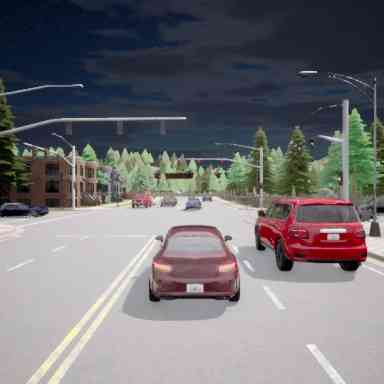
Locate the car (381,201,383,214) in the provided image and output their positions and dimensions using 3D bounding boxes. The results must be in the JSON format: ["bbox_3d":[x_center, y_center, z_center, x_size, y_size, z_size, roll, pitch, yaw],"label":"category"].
[{"bbox_3d":[11.066,1.547,25.218,5.357,1.411,2.033,0,0,0],"label":"car"}]

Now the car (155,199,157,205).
[{"bbox_3d":[-7.196,1.525,57.267,1.812,1.442,4.674,0,0,1],"label":"car"}]

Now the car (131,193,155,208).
[{"bbox_3d":[-7.161,1.221,47.869,2.150,2.045,5.566,0,0,2],"label":"car"}]

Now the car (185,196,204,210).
[{"bbox_3d":[0.159,1.547,41.953,2.033,1.411,5.357,0,0,3],"label":"car"}]

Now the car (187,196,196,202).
[{"bbox_3d":[-0.140,1.553,74.535,1.994,1.385,4.181,0,0,0],"label":"car"}]

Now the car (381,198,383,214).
[{"bbox_3d":[18.267,1.352,32.413,4.553,1.767,2.097,0,0,0],"label":"car"}]

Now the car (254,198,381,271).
[{"bbox_3d":[3.555,1.221,11.025,2.150,2.045,5.566,0,0,0],"label":"car"}]

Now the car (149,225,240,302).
[{"bbox_3d":[0.048,1.526,8.144,1.812,1.442,4.674,0,0,0],"label":"car"}]

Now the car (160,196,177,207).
[{"bbox_3d":[-3.693,1.352,51.144,2.097,1.767,4.553,0,0,0],"label":"car"}]

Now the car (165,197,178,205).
[{"bbox_3d":[-3.690,1.564,59.752,1.994,1.385,4.181,0,0,0],"label":"car"}]

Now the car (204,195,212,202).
[{"bbox_3d":[3.368,1.355,74.307,2.097,1.767,4.553,0,0,0],"label":"car"}]

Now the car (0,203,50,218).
[{"bbox_3d":[-15.137,1.601,29.162,4.718,1.301,1.895,0,0,-2],"label":"car"}]
